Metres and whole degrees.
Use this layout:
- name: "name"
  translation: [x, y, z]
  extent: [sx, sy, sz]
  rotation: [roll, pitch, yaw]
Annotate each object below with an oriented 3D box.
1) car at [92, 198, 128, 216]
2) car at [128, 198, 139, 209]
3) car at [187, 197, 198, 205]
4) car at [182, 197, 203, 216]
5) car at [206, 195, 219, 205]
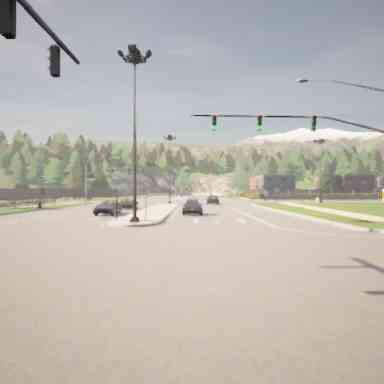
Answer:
- name: "car"
  translation: [-8.050, 1.502, 32.333]
  extent: [2.033, 1.411, 5.357]
  rotation: [0, 0, 0]
- name: "car"
  translation: [-7.974, 1.505, 42.406]
  extent: [1.994, 1.385, 4.181]
  rotation: [0, 0, 1]
- name: "car"
  translation: [0.065, 1.522, 57.814]
  extent: [1.895, 1.301, 4.718]
  rotation: [0, 0, 0]
- name: "car"
  translation: [0.036, 1.519, 32.355]
  extent: [1.994, 1.385, 4.181]
  rotation: [0, 0, 0]
- name: "car"
  translation: [3.565, 1.274, 57.752]
  extent: [2.097, 1.767, 4.553]
  rotation: [0, 0, 0]
